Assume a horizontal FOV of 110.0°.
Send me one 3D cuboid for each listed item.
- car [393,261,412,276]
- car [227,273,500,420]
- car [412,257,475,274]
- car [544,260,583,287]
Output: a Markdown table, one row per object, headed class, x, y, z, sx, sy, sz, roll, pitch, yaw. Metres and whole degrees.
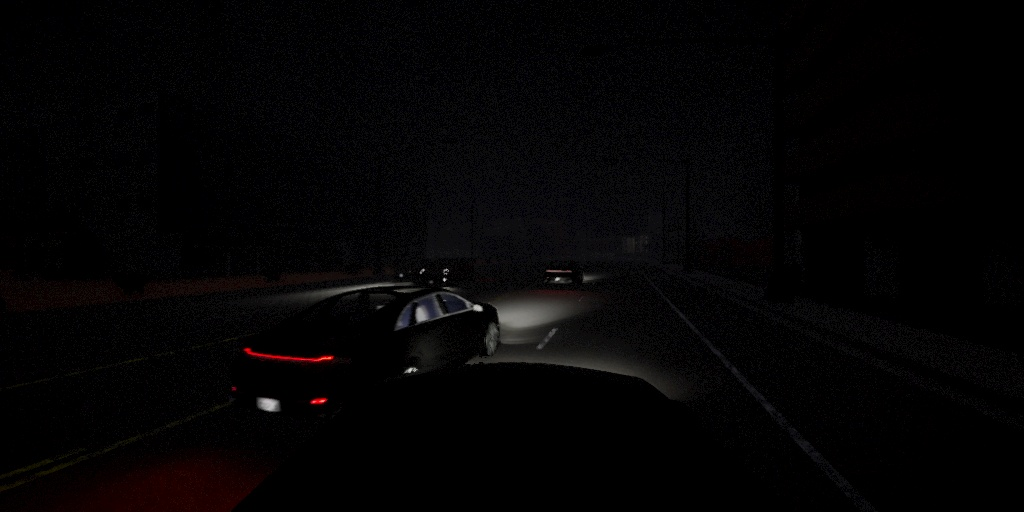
| class | x | y | z | sx | sy | sz | roll | pitch | yaw |
| --- | --- | --- | --- | --- | --- | --- | --- | --- | --- |
| car | -6.662 | 0.986 | 26.192 | 2.128 | 1.511 | 4.902 | 0 | 1 | 17 |
| car | -1.681 | 1.227 | 5.836 | 2.128 | 1.511 | 4.902 | 0 | 0 | 17 |
| car | -4.029 | 0.884 | 22.825 | 2.097 | 1.767 | 4.553 | 0 | 1 | 17 |
| car | 3.200 | 1.008 | 21.858 | 2.128 | 1.511 | 4.902 | 0 | 1 | 17 |
